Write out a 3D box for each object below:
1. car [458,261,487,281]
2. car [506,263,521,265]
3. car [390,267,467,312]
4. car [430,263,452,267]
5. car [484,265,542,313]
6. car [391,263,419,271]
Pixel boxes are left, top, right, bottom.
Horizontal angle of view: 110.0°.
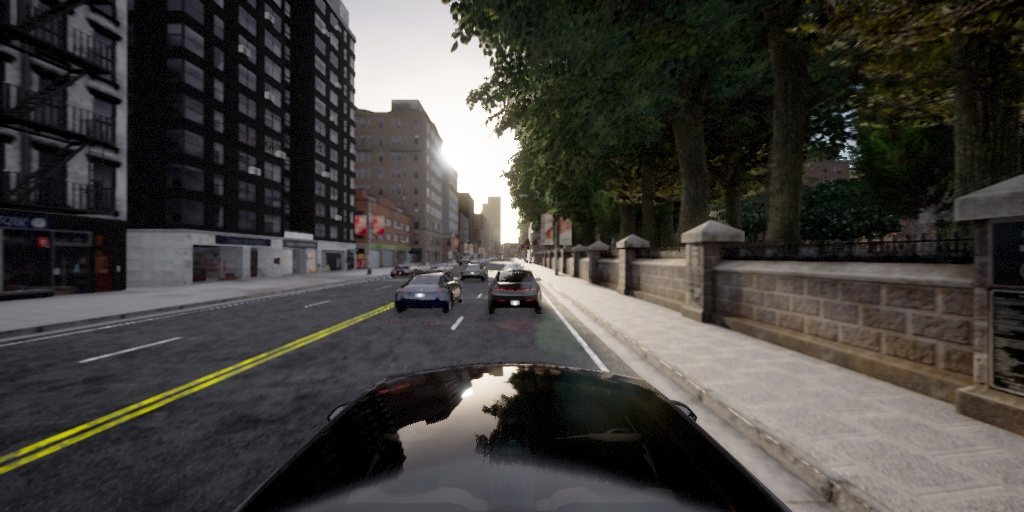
[{"bbox_3d":[-3.149,1.330,30.592,1.994,1.385,4.181,0,0,0],"label":"car"},{"bbox_3d":[0.099,1.292,31.039,1.812,1.442,4.674,0,0,0],"label":"car"},{"bbox_3d":[-3.149,1.317,14.277,1.994,1.385,4.181,0,0,0],"label":"car"},{"bbox_3d":[-6.594,1.332,33.534,1.994,1.385,4.181,0,0,0],"label":"car"},{"bbox_3d":[0.100,1.258,13.961,1.837,1.490,4.892,0,0,0],"label":"car"},{"bbox_3d":[-9.844,1.332,33.562,1.994,1.385,4.181,0,0,0],"label":"car"}]
